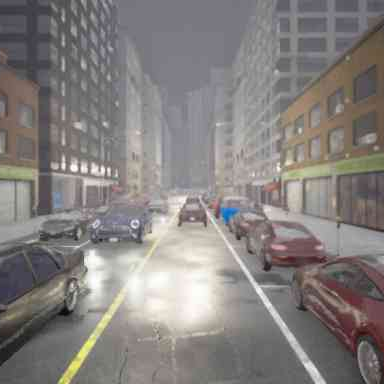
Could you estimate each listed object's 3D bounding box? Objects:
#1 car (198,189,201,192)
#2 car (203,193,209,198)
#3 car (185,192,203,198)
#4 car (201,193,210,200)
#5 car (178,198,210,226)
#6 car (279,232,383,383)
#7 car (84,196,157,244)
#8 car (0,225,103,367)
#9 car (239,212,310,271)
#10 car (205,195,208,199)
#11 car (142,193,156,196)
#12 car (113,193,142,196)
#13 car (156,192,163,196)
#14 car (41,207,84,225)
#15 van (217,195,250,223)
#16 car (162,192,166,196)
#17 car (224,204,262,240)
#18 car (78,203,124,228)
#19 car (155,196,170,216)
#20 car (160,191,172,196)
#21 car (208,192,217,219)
[{"bbox_3d":[2.777,0.839,60.373,2.192,1.841,5.009,0,1,0],"label":"car"},{"bbox_3d":[2.773,1.198,49.270,1.947,1.339,4.313,0,1,0],"label":"car"},{"bbox_3d":[0.105,1.141,45.609,1.882,1.535,5.008,0,1,0],"label":"car"},{"bbox_3d":[2.778,0.926,71.649,1.752,1.417,4.829,0,1,0],"label":"car"},{"bbox_3d":[0.057,1.382,21.899,1.812,1.442,4.674,0,1,1],"label":"car"},{"bbox_3d":[2.764,1.559,4.852,1.802,1.307,4.206,0,0,0],"label":"car"},{"bbox_3d":[-3.049,1.262,15.239,2.097,1.767,4.553,0,0,0],"label":"car"},{"bbox_3d":[-3.085,1.525,4.761,2.033,1.411,5.357,0,0,0],"label":"car"},{"bbox_3d":[2.766,1.526,10.402,1.802,1.307,4.206,0,0,0],"label":"car"},{"bbox_3d":[2.771,1.308,38.165,1.802,1.307,4.206,0,0,0],"label":"car"},{"bbox_3d":[-5.754,1.041,38.170,2.192,1.841,5.009,0,0,0],"label":"car"},{"bbox_3d":[-5.756,1.130,27.065,2.192,1.841,5.009,0,0,0],"label":"car"},{"bbox_3d":[-5.753,1.176,49.279,1.887,1.381,4.507,0,0,0],"label":"car"},{"bbox_3d":[-5.758,1.455,15.963,2.008,1.369,4.403,0,0,0],"label":"car"},{"bbox_3d":[2.768,1.200,21.508,1.690,1.788,3.998,0,0,0],"label":"van"},{"bbox_3d":[-5.751,1.161,54.830,1.802,1.307,4.206,0,1,0],"label":"car"},{"bbox_3d":[2.767,1.486,15.959,1.802,1.307,4.206,0,0,0],"label":"car"},{"bbox_3d":[-5.758,1.441,21.516,1.802,1.307,4.206,0,0,0],"label":"car"},{"bbox_3d":[-3.031,1.338,30.150,2.033,1.411,5.357,0,0,1],"label":"car"},{"bbox_3d":[-5.747,0.780,65.932,2.192,1.841,5.009,0,1,0],"label":"car"},{"bbox_3d":[2.769,1.130,27.059,2.192,1.841,5.009,0,0,0],"label":"car"}]
